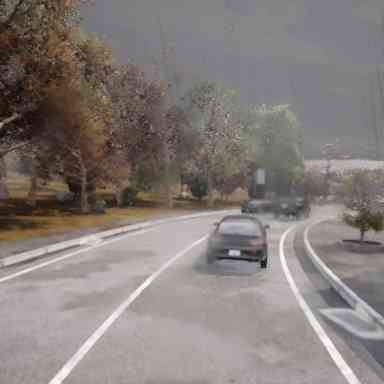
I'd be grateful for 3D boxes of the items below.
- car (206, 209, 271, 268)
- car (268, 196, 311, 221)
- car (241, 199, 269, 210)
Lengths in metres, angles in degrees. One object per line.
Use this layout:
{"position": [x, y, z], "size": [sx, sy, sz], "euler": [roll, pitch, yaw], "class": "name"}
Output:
{"position": [1.663, 1.528, 11.428], "size": [1.812, 1.442, 4.674], "euler": [1, 0, 12], "class": "car"}
{"position": [9.000, 1.380, 29.654], "size": [2.150, 2.045, 5.566], "euler": [4, 1, 31], "class": "car"}
{"position": [6.484, 1.439, 32.575], "size": [1.882, 1.535, 5.008], "euler": [4, 1, 33], "class": "car"}
